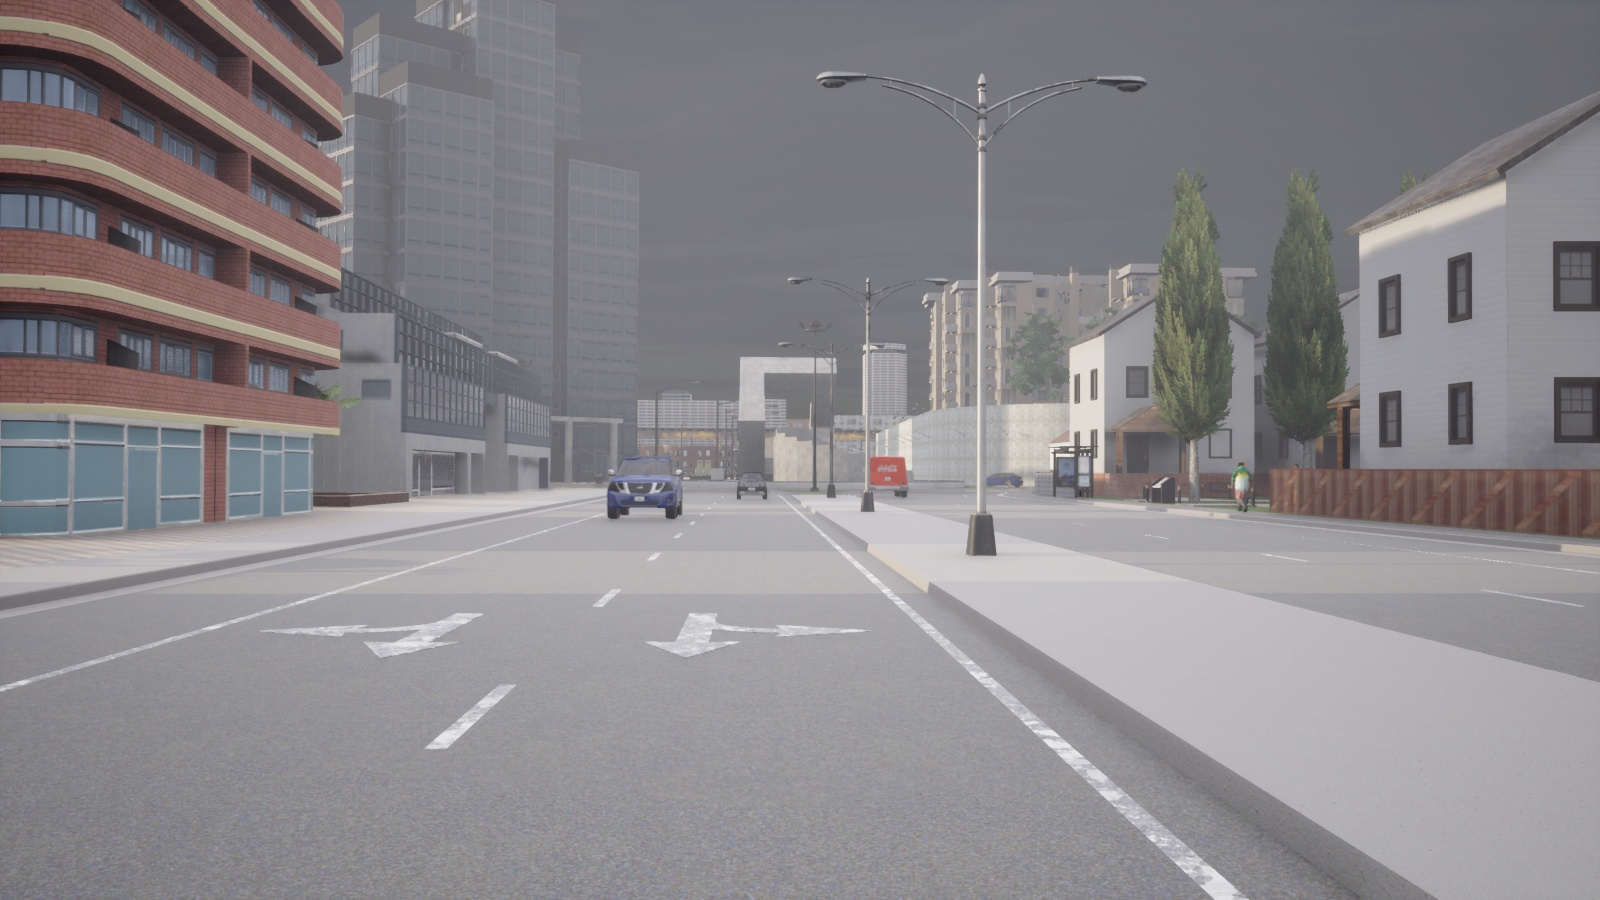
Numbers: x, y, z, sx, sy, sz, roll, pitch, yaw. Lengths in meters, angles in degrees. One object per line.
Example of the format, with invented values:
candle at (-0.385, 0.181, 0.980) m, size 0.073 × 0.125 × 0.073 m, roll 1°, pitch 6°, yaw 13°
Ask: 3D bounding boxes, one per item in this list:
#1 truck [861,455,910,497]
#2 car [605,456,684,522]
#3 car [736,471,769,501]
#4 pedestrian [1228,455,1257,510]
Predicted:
truck at (5.211, 1.600, 77.199) m, size 2.627 × 2.467 × 5.204 m, roll 0°, pitch -1°, yaw 0°
car at (-5.089, 1.253, 41.746) m, size 2.150 × 2.045 × 5.566 m, roll 0°, pitch -1°, yaw -2°
car at (-2.621, 1.958, 68.925) m, size 1.789 × 1.549 × 3.705 m, roll 0°, pitch -1°, yaw -2°
pedestrian at (15.870, 1.161, 45.064) m, size 0.659 × 1.952 × 0.873 m, roll 0°, pitch -1°, yaw -5°
